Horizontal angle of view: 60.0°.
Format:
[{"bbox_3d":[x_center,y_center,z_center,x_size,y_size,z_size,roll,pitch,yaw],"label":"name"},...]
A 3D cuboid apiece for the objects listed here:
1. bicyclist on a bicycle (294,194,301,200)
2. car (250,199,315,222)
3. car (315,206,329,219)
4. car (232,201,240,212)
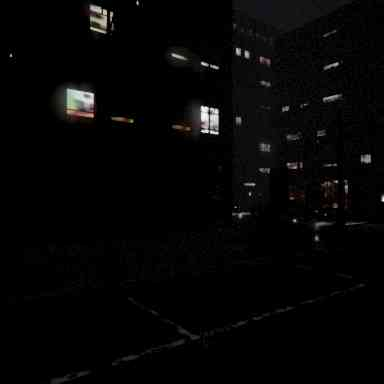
[{"bbox_3d":[11.435,1.011,36.160,1.656,1.620,0.582,0,1,-36],"label":"bicyclist on a bicycle"},{"bbox_3d":[6.184,1.342,24.141,2.008,1.369,4.403,1,0,-36],"label":"car"},{"bbox_3d":[8.201,1.317,25.784,1.812,1.442,4.674,0,1,-37],"label":"car"},{"bbox_3d":[2.705,1.167,33.307,1.837,1.490,4.892,0,1,-36],"label":"car"}]
